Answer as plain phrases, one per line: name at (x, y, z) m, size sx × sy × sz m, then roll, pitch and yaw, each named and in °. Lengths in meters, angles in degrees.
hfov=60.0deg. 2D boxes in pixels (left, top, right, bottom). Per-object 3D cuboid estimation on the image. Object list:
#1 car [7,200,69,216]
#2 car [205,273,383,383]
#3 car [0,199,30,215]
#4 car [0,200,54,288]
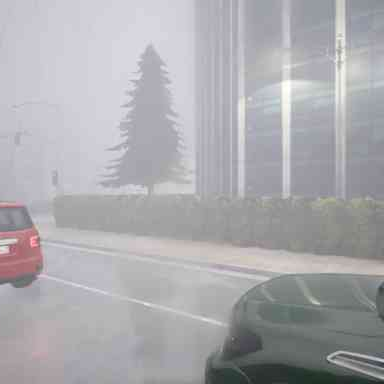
car at (-15.423, 1.547, 33.629) m, size 2.033 × 1.411 × 5.357 m, roll 0°, pitch 0°, yaw 36°
car at (2.767, 1.221, 2.016) m, size 5.566 × 2.045 × 2.150 m, roll 0°, pitch 0°, yaw 36°
car at (-19.449, 1.526, 34.208) m, size 1.812 × 1.442 × 4.674 m, roll 0°, pitch 0°, yaw 39°
car at (-5.812, 1.221, 8.081) m, size 5.566 × 2.045 × 2.150 m, roll 0°, pitch 0°, yaw 38°
